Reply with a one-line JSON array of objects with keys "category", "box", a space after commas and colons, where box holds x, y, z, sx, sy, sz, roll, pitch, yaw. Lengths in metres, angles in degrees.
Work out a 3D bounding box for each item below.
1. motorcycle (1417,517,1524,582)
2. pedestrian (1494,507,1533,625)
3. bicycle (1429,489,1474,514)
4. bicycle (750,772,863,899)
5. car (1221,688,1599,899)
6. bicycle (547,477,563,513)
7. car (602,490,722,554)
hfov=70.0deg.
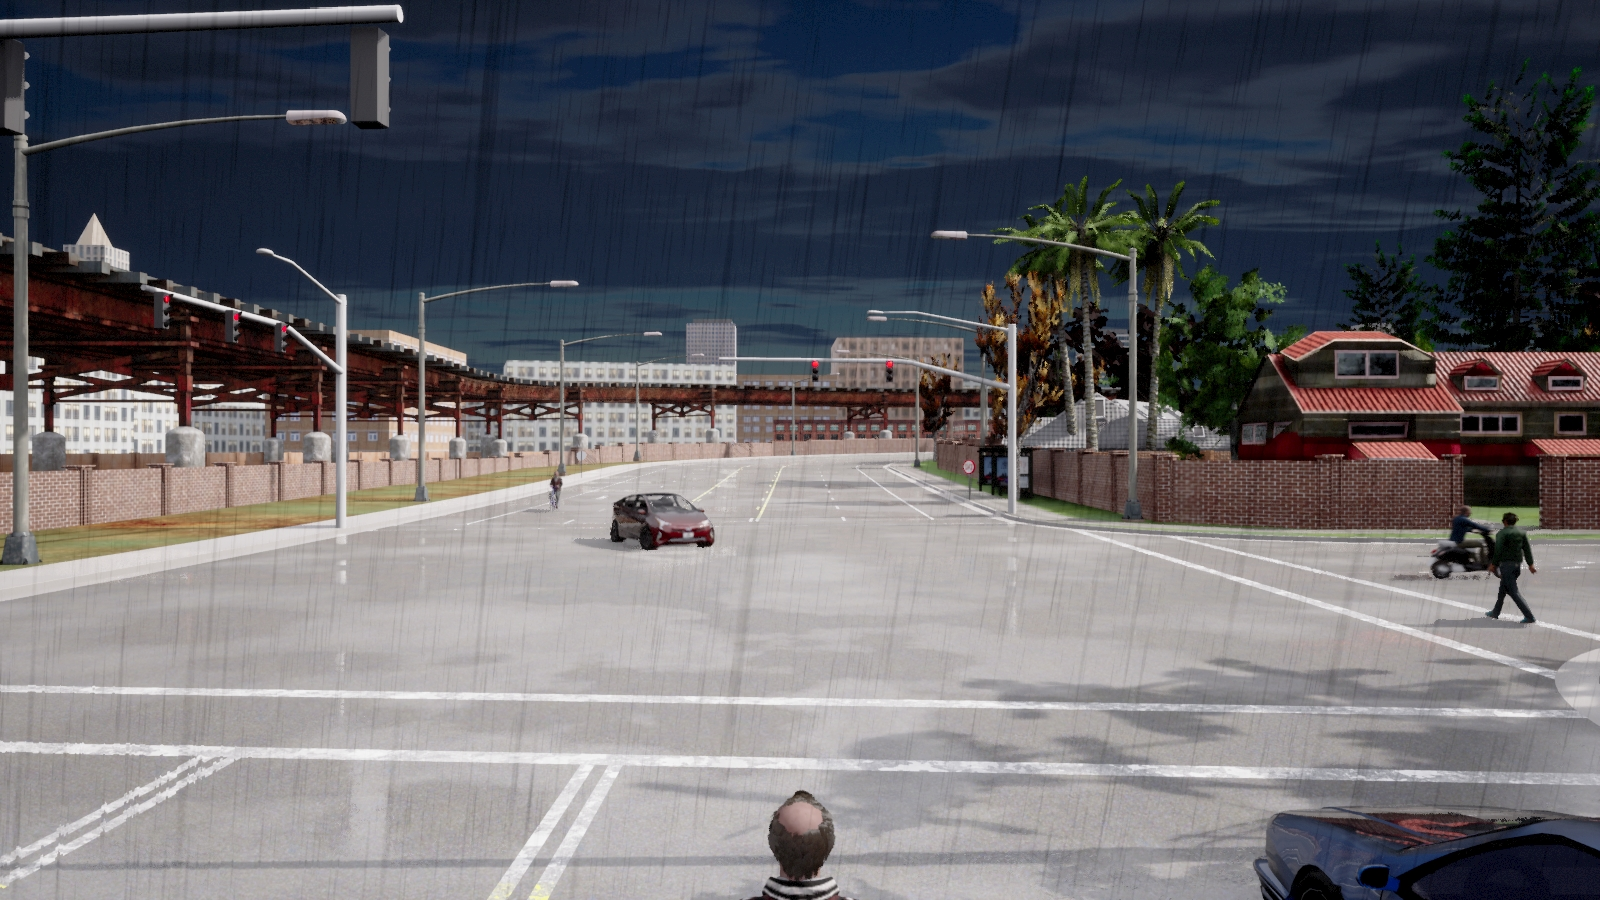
[{"category": "motorcycle", "box": [14.531, 2.140, 24.794, 1.805, 1.341, 0.856, 0, -1, 2]}, {"category": "pedestrian", "box": [11.433, 1.848, 18.323, 0.375, 1.860, 0.375, 0, 0, -11]}, {"category": "bicycle", "box": [28.742, 2.256, 50.410, 1.487, 1.080, 0.859, 0, 0, -1]}, {"category": "bicycle", "box": [0.019, 2.048, 3.681, 0.329, 1.496, 1.835, 0, 0, 0]}, {"category": "car", "box": [3.467, 2.106, 4.038, 2.033, 1.411, 5.357, 0, 0, 1]}, {"category": "bicycle", "box": [-10.519, 1.931, 49.097, 0.329, 1.496, 1.835, 0, -2, 0]}, {"category": "car", "box": [-4.099, 2.018, 33.236, 2.007, 1.525, 4.514, 0, 0, -28]}]
